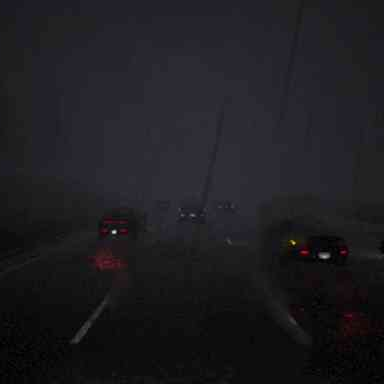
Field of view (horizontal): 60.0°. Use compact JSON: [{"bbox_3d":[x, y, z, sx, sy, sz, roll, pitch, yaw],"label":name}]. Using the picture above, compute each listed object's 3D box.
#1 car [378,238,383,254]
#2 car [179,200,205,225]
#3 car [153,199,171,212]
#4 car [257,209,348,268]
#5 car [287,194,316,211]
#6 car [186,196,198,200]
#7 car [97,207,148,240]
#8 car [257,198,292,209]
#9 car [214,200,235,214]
[{"bbox_3d":[7.071,1.549,8.486,2.033,1.411,5.357,0,0,0],"label":"car"},{"bbox_3d":[0.009,1.569,24.181,2.033,1.411,5.357,0,0,0],"label":"car"},{"bbox_3d":[-3.553,1.586,39.881,2.033,1.411,5.357,0,0,0],"label":"car"},{"bbox_3d":[3.549,1.533,11.207,1.812,1.442,4.674,0,0,0],"label":"car"},{"bbox_3d":[10.473,1.242,33.086,2.150,2.045,5.566,0,0,0],"label":"car"},{"bbox_3d":[-0.062,1.389,42.151,2.097,1.767,4.553,0,0,0],"label":"car"},{"bbox_3d":[-3.466,1.523,17.180,1.837,1.490,4.892,0,0,0],"label":"car"},{"bbox_3d":[6.988,1.525,29.339,1.837,1.490,4.892,0,0,0],"label":"car"},{"bbox_3d":[3.462,1.577,36.117,2.033,1.411,5.357,0,0,0],"label":"car"}]
